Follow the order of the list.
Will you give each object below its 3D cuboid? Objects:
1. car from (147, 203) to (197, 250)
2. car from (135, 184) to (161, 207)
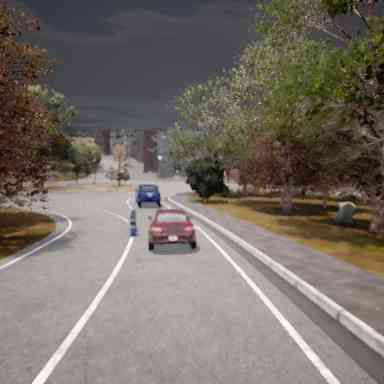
[{"bbox_3d":[-0.892,1.428,14.037,1.812,1.442,4.674,-1,1,-6],"label":"car"},{"bbox_3d":[-4.338,0.213,32.620,2.150,2.045,5.566,-1,4,-12],"label":"car"}]
